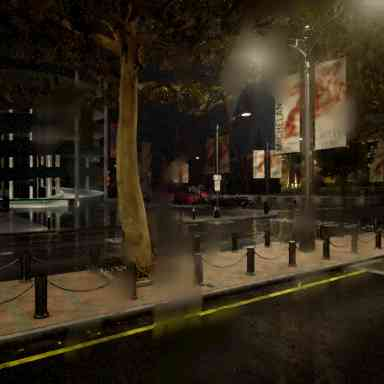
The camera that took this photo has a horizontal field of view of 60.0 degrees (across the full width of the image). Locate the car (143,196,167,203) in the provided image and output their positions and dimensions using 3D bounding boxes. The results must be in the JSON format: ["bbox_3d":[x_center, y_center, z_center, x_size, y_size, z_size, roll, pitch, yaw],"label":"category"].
[{"bbox_3d":[-7.826,1.478,66.762,5.008,1.535,1.882,0,0,42],"label":"car"}]

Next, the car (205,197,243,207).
[{"bbox_3d":[4.743,1.547,50.619,2.033,1.411,5.357,0,0,-35],"label":"car"}]

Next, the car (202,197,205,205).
[{"bbox_3d":[1.854,1.547,60.713,2.033,1.411,5.357,0,0,-36],"label":"car"}]

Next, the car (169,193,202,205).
[{"bbox_3d":[-1.166,1.221,58.921,2.150,2.045,5.566,0,0,-36],"label":"car"}]

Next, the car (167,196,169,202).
[{"bbox_3d":[-4.461,1.526,68.535,1.812,1.442,4.674,0,0,-44],"label":"car"}]

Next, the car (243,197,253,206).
[{"bbox_3d":[7.500,1.491,52.763,2.128,1.511,4.902,0,0,-35],"label":"car"}]
